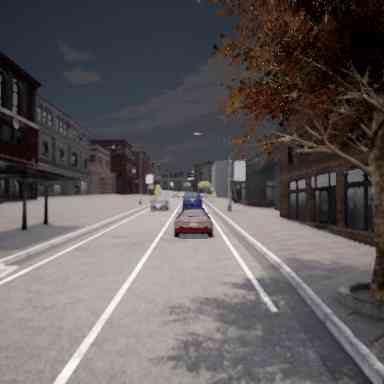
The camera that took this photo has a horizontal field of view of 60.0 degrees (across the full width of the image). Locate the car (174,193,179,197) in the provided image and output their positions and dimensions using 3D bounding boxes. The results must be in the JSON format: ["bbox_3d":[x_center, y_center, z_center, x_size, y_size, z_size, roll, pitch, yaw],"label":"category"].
[{"bbox_3d":[-3.611,0.969,77.003,1.837,1.490,4.892,0,0,0],"label":"car"}]

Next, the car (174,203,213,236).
[{"bbox_3d":[0.083,1.500,17.881,1.994,1.385,4.181,0,0,0],"label":"car"}]

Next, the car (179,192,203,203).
[{"bbox_3d":[0.048,1.011,36.417,2.150,2.045,5.566,0,0,0],"label":"car"}]

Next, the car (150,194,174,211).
[{"bbox_3d":[-3.461,1.281,36.460,2.128,1.511,4.902,0,0,0],"label":"car"}]
